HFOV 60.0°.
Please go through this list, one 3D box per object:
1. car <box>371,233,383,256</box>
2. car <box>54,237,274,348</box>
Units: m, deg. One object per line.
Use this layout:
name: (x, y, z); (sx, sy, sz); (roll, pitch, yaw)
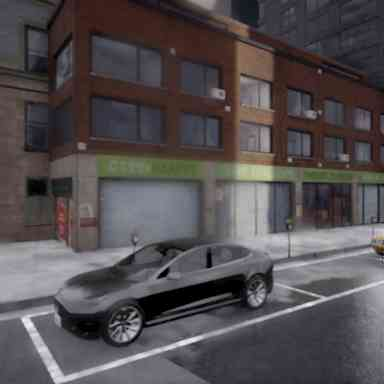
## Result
car: (8.683, 1.658, 12.735); (4.829, 1.417, 1.752); (1, -1, -35)
car: (-0.274, 1.597, 6.347); (4.313, 1.339, 1.947); (1, -1, -35)
